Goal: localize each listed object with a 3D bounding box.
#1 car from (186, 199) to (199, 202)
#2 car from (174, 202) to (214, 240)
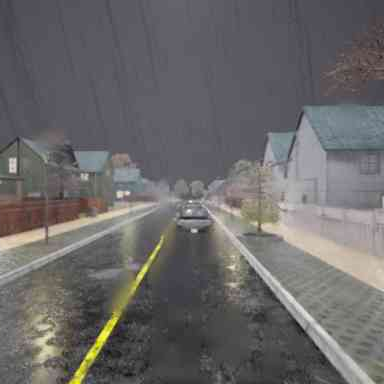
[{"bbox_3d":[0.095,1.555,36.599,2.128,1.511,4.902,0,0,0],"label":"car"},{"bbox_3d":[0.099,1.506,17.144,2.128,1.511,4.902,0,0,0],"label":"car"}]
